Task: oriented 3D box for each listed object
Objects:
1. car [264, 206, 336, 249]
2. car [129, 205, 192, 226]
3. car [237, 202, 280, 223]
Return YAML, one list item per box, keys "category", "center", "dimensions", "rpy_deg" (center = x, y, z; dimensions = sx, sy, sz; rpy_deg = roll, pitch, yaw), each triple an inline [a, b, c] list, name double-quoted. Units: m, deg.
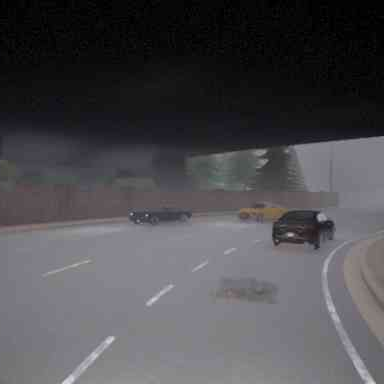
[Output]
- category: "car"
  center: [5.200, 1.549, 15.195]
  dimensions: [1.882, 1.535, 5.008]
  rpy_deg: [0, 0, 32]
- category: "car"
  center: [-2.109, 1.571, 23.200]
  dimensions: [1.895, 1.301, 4.718]
  rpy_deg: [1, 0, 38]
- category: "car"
  center: [5.644, 1.555, 26.639]
  dimensions: [5.008, 1.535, 1.882]
  rpy_deg: [1, 0, -45]
